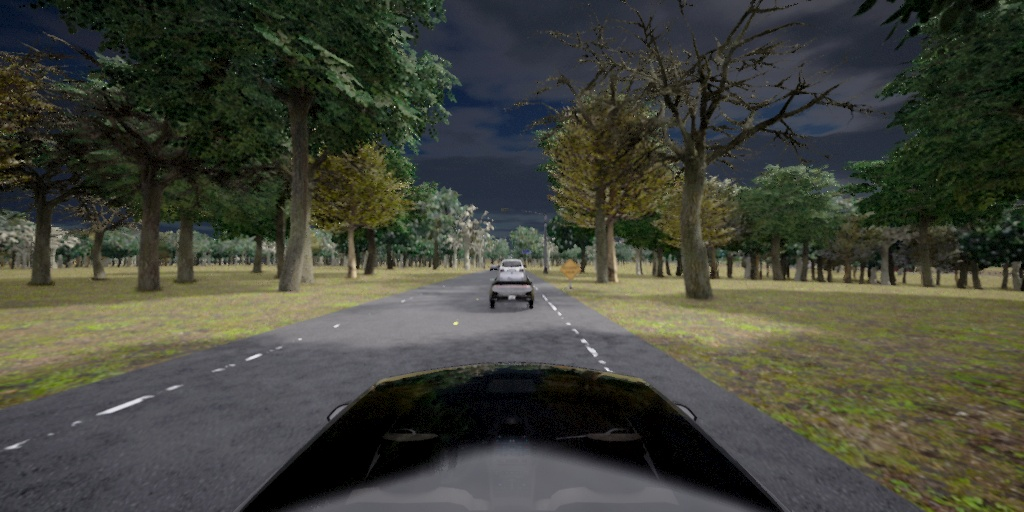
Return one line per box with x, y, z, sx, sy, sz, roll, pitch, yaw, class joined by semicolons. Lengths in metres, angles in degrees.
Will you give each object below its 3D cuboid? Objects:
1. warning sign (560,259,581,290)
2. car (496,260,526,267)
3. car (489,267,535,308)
3.539;1.109;21.644;1.300;1.860;1.060;0;0;0;warning sign
-0.016;1.351;30.877;2.150;2.045;5.566;0;-1;0;car
-0.005;1.411;16.161;2.128;1.511;4.902;0;-1;0;car
